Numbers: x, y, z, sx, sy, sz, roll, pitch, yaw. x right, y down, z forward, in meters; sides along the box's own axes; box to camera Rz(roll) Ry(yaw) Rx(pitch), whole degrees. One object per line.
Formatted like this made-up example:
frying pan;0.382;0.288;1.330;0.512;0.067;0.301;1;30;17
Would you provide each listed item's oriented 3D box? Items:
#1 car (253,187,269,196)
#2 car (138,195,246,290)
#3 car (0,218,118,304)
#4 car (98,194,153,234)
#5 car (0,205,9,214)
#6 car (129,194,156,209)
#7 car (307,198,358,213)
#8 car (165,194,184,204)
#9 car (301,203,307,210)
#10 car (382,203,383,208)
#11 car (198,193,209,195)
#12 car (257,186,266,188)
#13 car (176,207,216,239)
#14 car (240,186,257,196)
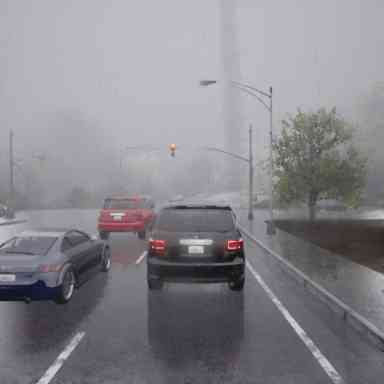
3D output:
car;17.511;0.250;83.615;1.895;1.301;4.718;0;3;33
car;0.101;1.232;9.215;2.150;2.045;5.566;0;0;0
car;-3.408;1.573;8.211;1.994;1.385;4.181;0;0;2
car;-3.287;1.256;17.613;2.150;2.045;5.566;0;0;1
car;-22.438;1.735;36.035;4.902;1.511;2.128;-1;0;2
car;-7.247;1.354;49.187;2.150;2.045;5.566;0;0;13
car;15.967;1.639;37.556;4.718;1.301;1.895;-1;0;3
car;-3.262;1.330;63.889;2.097;1.767;4.553;0;1;19
car;16.072;1.542;41.056;4.902;1.511;2.128;-1;0;3
car;25.866;1.343;40.497;4.892;1.490;1.837;-2;0;3
car;2.465;0.910;78.001;2.128;1.511;4.902;0;3;25
car;19.620;-0.779;93.022;2.150;2.045;5.566;0;3;37
car;0.244;1.602;18.443;1.994;1.385;4.181;0;0;2
car;13.942;0.079;84.487;2.097;1.767;4.553;0;3;33
